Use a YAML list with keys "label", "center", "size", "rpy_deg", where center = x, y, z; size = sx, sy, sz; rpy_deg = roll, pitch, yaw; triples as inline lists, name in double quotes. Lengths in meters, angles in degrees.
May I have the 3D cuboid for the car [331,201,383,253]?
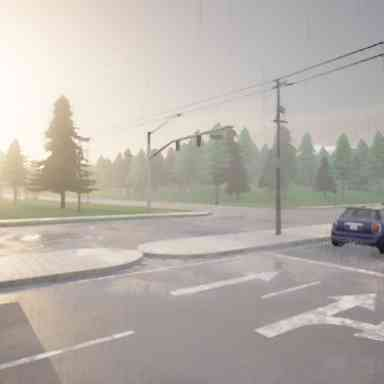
- label: "car"
  center: [7.767, 1.348, 13.718]
  size: [4.553, 1.767, 2.097]
  rpy_deg: [0, 0, -36]
